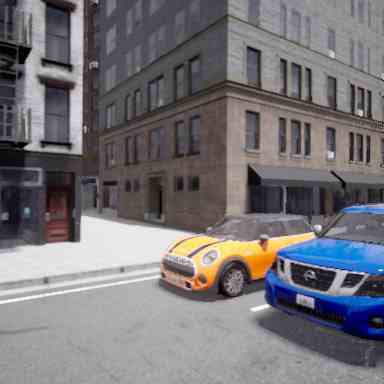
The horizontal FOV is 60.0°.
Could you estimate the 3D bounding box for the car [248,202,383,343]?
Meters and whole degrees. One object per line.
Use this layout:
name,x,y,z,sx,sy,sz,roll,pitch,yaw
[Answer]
car,3.906,1.251,6.467,5.566,2.045,2.150,0,0,-35

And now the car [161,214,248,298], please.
car,1.446,1.379,8.704,4.553,1.767,2.097,0,0,-35
